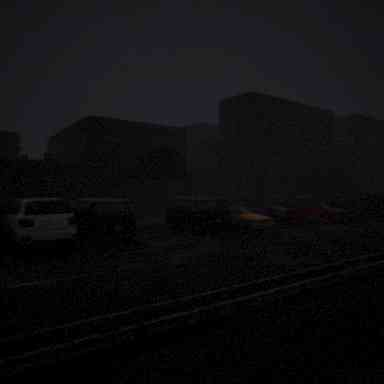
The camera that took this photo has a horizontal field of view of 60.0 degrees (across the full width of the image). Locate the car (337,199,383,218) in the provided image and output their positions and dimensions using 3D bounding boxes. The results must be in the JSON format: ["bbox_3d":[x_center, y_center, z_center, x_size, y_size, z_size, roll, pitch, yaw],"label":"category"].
[{"bbox_3d":[16.023,1.411,30.042,2.097,1.535,5.008,0,0,-36],"label":"car"}]

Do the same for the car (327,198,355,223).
[{"bbox_3d":[9.182,1.430,25.171,2.097,1.535,5.008,0,0,-36],"label":"car"}]

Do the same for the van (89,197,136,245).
[{"bbox_3d":[-4.347,1.253,15.647,1.878,1.987,4.442,0,0,-36],"label":"van"}]

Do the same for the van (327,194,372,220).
[{"bbox_3d":[11.497,1.199,26.674,1.878,1.987,4.442,0,0,-36],"label":"van"}]

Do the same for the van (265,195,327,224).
[{"bbox_3d":[6.873,1.210,23.658,1.878,1.987,4.442,0,0,-36],"label":"van"}]

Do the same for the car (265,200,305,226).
[{"bbox_3d":[4.699,1.483,21.960,2.002,1.452,4.674,0,0,-36],"label":"car"}]

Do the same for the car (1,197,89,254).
[{"bbox_3d":[-6.540,1.239,13.972,2.435,2.045,5.566,0,0,-36],"label":"car"}]

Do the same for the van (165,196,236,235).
[{"bbox_3d":[0.140,1.233,18.851,1.878,1.987,4.442,0,0,-36],"label":"van"}]

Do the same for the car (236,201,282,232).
[{"bbox_3d":[2.561,1.448,20.208,1.946,1.575,5.366,0,0,-36],"label":"car"}]

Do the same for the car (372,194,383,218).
[{"bbox_3d":[13.657,1.167,28.394,2.435,2.045,5.566,0,0,-36],"label":"car"}]
